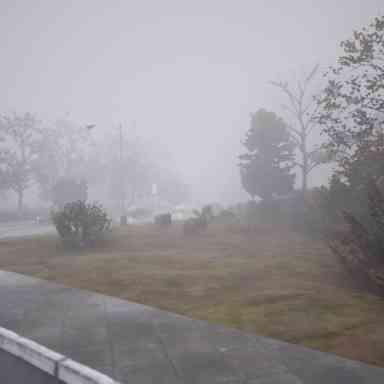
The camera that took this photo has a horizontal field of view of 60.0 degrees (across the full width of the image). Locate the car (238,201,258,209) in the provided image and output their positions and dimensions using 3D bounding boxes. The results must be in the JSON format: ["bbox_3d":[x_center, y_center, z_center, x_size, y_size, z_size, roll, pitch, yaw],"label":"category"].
[{"bbox_3d":[10.439,2.399,62.098,1.837,1.490,4.892,-3,-2,33],"label":"car"}]

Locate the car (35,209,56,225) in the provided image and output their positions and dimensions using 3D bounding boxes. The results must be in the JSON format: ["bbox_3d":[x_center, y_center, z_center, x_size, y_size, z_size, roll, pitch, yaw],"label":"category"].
[{"bbox_3d":[-12.706,2.302,32.344,2.128,1.511,4.902,-3,-2,33],"label":"car"}]

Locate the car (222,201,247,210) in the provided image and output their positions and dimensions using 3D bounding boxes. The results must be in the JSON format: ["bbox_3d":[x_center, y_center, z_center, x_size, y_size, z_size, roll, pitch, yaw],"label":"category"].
[{"bbox_3d":[7.114,2.186,50.324,2.033,1.411,5.357,-3,-2,32],"label":"car"}]

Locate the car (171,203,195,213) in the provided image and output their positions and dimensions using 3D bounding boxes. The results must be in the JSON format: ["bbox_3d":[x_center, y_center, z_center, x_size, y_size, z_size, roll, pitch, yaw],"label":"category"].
[{"bbox_3d":[-1.249,2.440,50.466,1.812,1.442,4.674,-3,-2,33],"label":"car"}]

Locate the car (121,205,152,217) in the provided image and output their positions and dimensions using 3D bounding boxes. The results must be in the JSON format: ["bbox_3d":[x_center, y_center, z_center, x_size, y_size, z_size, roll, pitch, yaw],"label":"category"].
[{"bbox_3d":[-6.877,2.374,41.531,1.812,1.442,4.674,-3,-2,32],"label":"car"}]

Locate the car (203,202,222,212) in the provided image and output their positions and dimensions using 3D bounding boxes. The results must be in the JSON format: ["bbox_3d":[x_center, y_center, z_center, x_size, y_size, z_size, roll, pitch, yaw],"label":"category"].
[{"bbox_3d":[3.245,2.275,50.746,1.837,1.490,4.892,-3,-4,32],"label":"car"}]
